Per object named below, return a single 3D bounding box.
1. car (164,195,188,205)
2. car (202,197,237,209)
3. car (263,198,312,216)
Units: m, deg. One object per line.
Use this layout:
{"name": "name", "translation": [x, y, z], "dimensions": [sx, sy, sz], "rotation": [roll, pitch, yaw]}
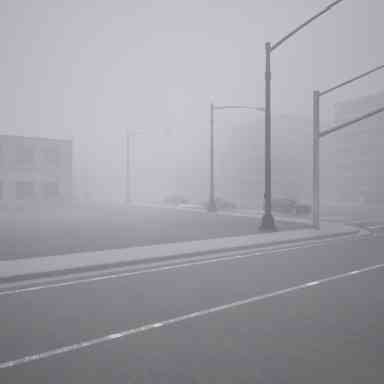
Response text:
{"name": "car", "translation": [-2.369, 1.104, 48.633], "dimensions": [1.994, 1.385, 4.181], "rotation": [0, 1, -35]}
{"name": "car", "translation": [3.276, 1.318, 40.383], "dimensions": [1.895, 1.301, 4.718], "rotation": [0, 1, -34]}
{"name": "car", "translation": [9.063, 1.345, 31.978], "dimensions": [1.882, 1.535, 5.008], "rotation": [0, 1, -35]}
